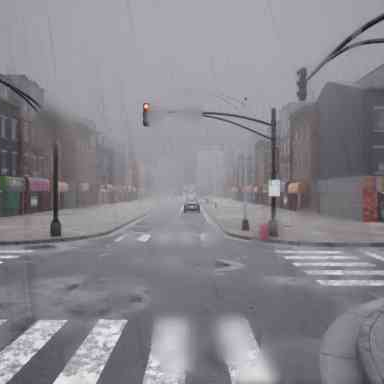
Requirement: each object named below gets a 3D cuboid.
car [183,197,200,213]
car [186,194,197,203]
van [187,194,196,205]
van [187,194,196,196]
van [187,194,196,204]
[{"bbox_3d":[-0.012,1.563,36.712,1.947,1.339,4.313,0,0,0],"label":"car"},{"bbox_3d":[-0.132,1.326,70.345,2.192,1.841,5.009,0,0,0],"label":"car"},{"bbox_3d":[-0.093,1.344,59.135,1.690,1.788,3.998,0,0,0],"label":"van"},{"bbox_3d":[-0.073,1.341,53.529,1.690,1.788,3.998,0,0,0],"label":"van"},{"bbox_3d":[-0.112,1.348,64.740,1.690,1.788,3.998,0,0,0],"label":"van"}]
